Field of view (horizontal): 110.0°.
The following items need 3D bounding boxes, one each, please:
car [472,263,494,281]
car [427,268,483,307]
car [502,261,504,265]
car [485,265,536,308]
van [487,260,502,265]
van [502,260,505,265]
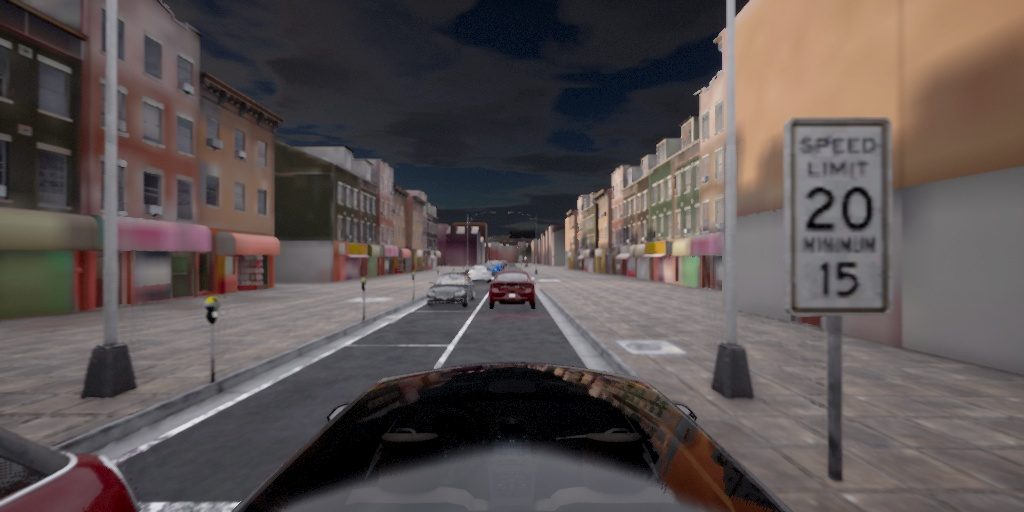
[{"bbox_3d":[-2.750,1.562,30.653,1.812,1.442,4.674,0,-1,0],"label":"car"},{"bbox_3d":[-2.638,1.442,16.189,2.007,1.370,4.403,0,0,0],"label":"car"},{"bbox_3d":[-2.638,1.845,54.224,1.948,1.339,4.313,0,0,0],"label":"car"},{"bbox_3d":[0.031,1.368,16.095,1.882,1.535,5.008,0,0,1],"label":"car"},{"bbox_3d":[-2.638,1.563,48.791,1.690,1.789,3.998,0,0,0],"label":"van"},{"bbox_3d":[-2.638,1.736,65.091,1.690,1.789,3.998,0,0,0],"label":"van"}]
